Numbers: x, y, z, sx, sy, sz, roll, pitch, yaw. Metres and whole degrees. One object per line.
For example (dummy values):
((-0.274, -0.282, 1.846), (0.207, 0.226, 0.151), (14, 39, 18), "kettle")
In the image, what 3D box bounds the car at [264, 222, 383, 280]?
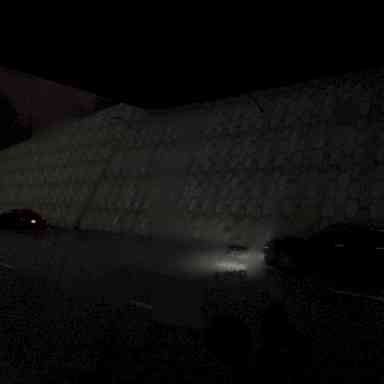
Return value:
((4.442, 1.629, 9.413), (4.892, 1.490, 1.837), (0, -1, 38), "car")

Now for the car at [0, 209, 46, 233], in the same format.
((-11.285, 1.788, 21.578), (4.181, 1.385, 1.994), (0, -1, 38), "car")
